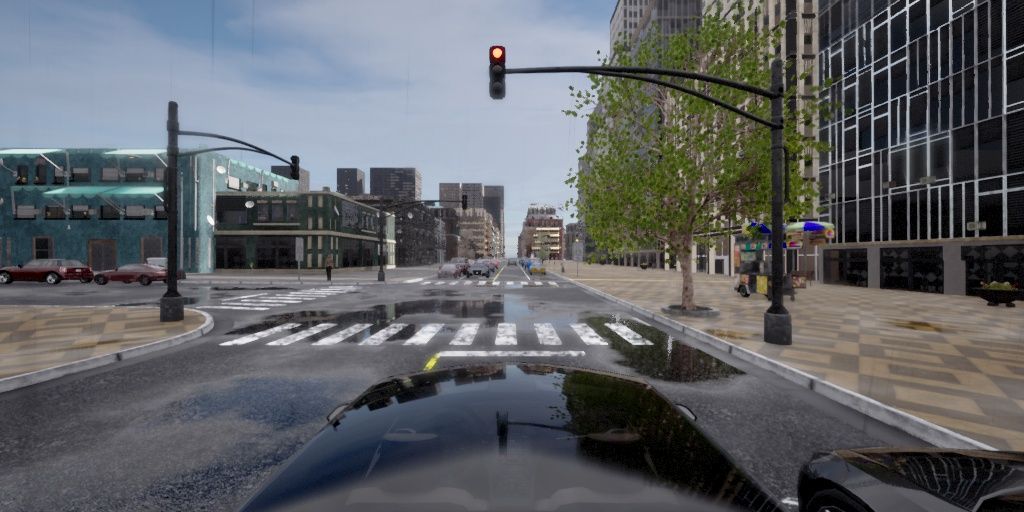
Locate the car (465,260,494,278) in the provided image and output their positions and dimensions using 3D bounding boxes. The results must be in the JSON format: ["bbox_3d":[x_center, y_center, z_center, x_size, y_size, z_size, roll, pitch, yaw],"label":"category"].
[{"bbox_3d":[-3.085,1.316,33.779,1.994,1.385,4.181,0,0,0],"label":"car"}]

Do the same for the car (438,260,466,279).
[{"bbox_3d":[-5.676,1.334,32.956,1.802,1.307,4.207,0,0,0],"label":"car"}]

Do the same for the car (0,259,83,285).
[{"bbox_3d":[-28.360,0.879,21.800,4.097,1.591,1.967,0,0,-1],"label":"car"}]

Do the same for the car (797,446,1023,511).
[{"bbox_3d":[2.691,1.316,0.476,1.948,1.339,4.313,0,0,0],"label":"car"}]

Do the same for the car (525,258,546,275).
[{"bbox_3d":[2.706,1.278,38.676,1.751,1.417,4.829,0,0,0],"label":"car"}]

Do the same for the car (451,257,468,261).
[{"bbox_3d":[-5.674,1.067,38.507,2.192,1.841,5.009,0,0,0],"label":"car"}]

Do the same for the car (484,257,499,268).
[{"bbox_3d":[-3.064,1.232,54.939,1.882,1.535,5.008,0,0,0],"label":"car"}]

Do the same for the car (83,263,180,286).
[{"bbox_3d":[-22.812,1.089,21.876,4.207,1.307,1.802,0,0,-1],"label":"car"}]

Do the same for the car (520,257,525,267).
[{"bbox_3d":[2.713,1.305,55.159,2.007,1.370,4.403,0,0,0],"label":"car"}]

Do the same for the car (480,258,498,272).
[{"bbox_3d":[-3.081,1.317,43.828,1.994,1.385,4.181,0,0,0],"label":"car"}]

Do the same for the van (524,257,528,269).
[{"bbox_3d":[2.709,1.094,44.057,1.690,1.789,3.998,0,0,0],"label":"van"}]

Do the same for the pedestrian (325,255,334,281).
[{"bbox_3d":[-12.739,0.788,24.963,0.375,1.860,0.375,0,-1,-1],"label":"pedestrian"}]
